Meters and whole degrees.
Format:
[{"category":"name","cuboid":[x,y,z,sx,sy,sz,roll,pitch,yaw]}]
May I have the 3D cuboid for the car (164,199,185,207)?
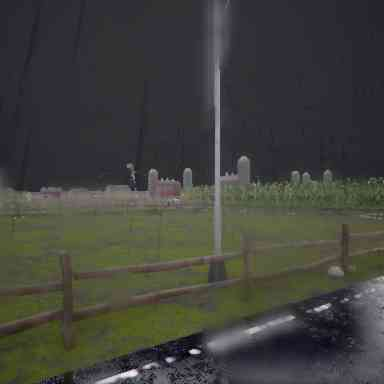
[{"category":"car","cuboid":[-3.269,1.934,60.888,1.882,1.535,5.008,0,0,-35]}]
